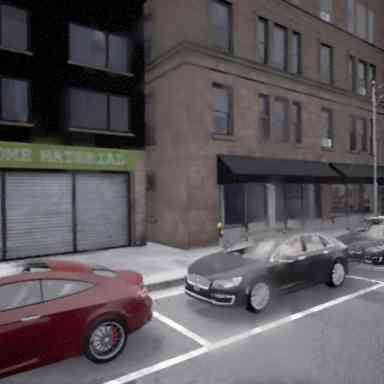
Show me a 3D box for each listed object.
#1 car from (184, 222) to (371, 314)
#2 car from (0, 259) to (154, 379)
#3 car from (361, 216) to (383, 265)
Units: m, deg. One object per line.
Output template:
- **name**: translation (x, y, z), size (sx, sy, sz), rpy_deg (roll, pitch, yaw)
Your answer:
- **car**: translation (1.858, 1.542, 7.538), size (4.403, 1.369, 2.008), rpy_deg (-1, 0, -36)
- **car**: translation (-2.530, 1.637, 4.370), size (4.206, 1.307, 1.802), rpy_deg (-1, 0, -36)
- **car**: translation (6.246, 1.477, 10.706), size (4.403, 1.369, 2.008), rpy_deg (-1, 0, -36)
